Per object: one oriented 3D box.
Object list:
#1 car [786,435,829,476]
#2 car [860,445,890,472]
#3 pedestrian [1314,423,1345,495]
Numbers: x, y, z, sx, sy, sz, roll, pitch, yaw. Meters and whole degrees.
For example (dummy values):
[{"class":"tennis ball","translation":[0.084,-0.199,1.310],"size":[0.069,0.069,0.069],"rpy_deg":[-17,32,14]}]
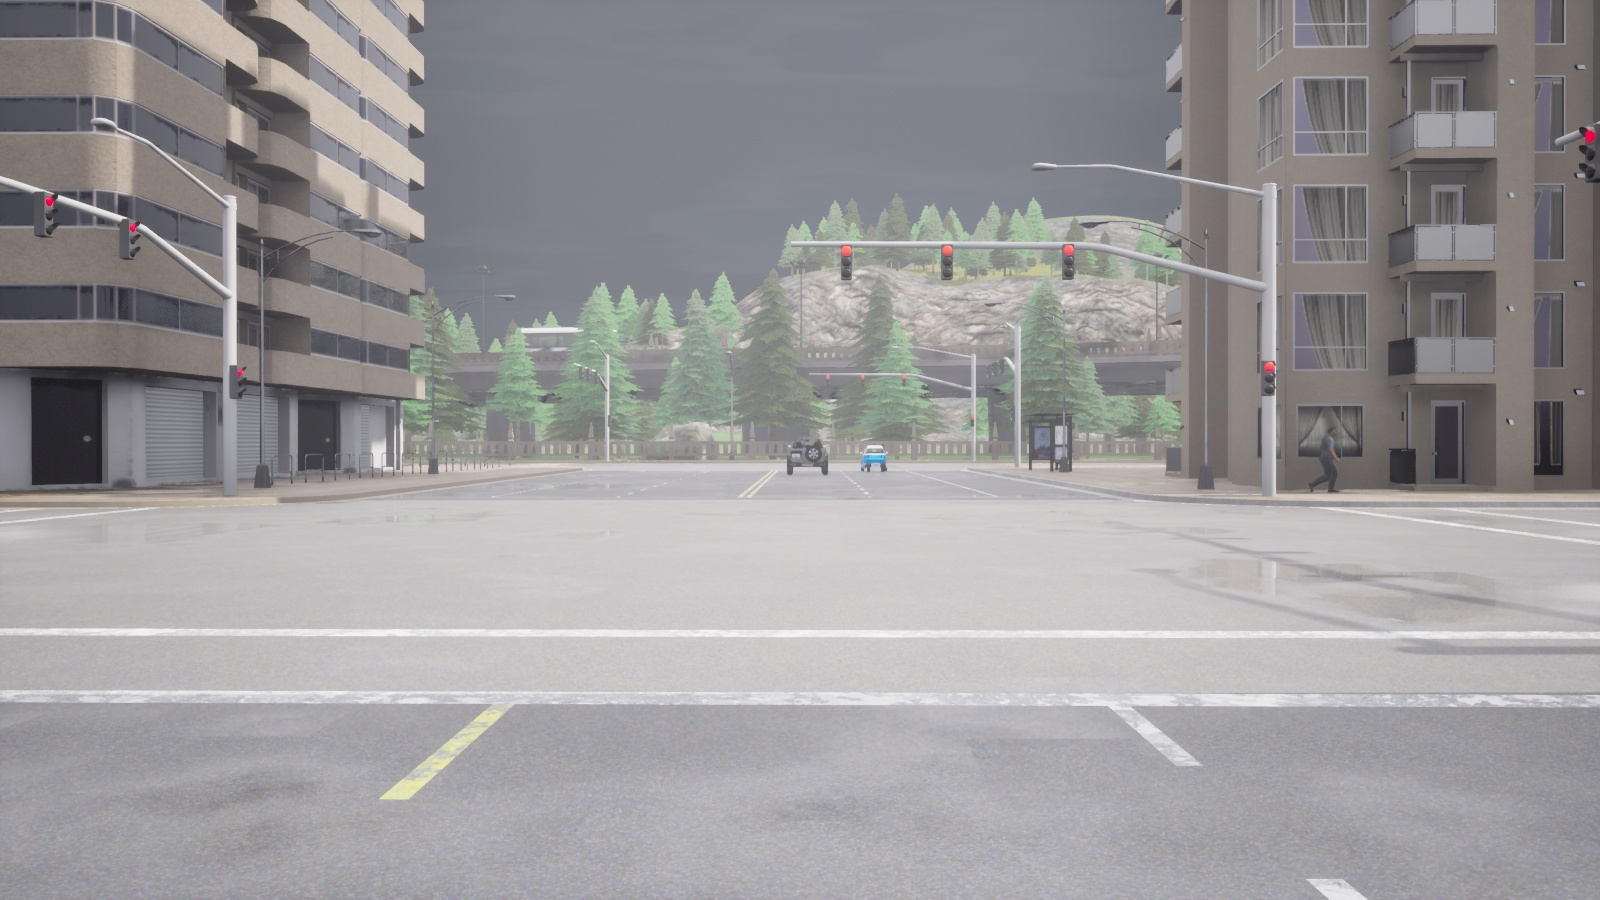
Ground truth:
[{"class":"car","translation":[0.350,0.229,59.258],"size":[1.932,1.855,4.605],"rpy_deg":[0,0,0]},{"class":"car","translation":[3.885,0.436,65.278],"size":[1.481,1.376,2.207],"rpy_deg":[0,1,1]},{"class":"pedestrian","translation":[13.867,0.230,32.902],"size":[0.694,1.848,0.540],"rpy_deg":[0,0,16]}]
